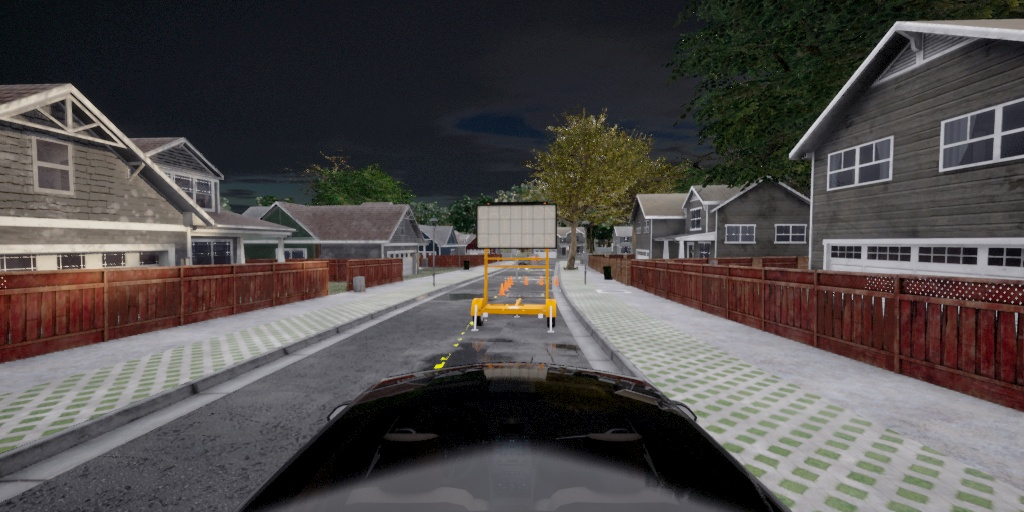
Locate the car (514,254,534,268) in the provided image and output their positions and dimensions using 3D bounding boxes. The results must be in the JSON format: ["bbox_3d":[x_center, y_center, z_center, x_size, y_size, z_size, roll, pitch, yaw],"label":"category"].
[{"bbox_3d":[1.509,0.861,47.966,1.994,1.385,4.181,0,1,7],"label":"car"}]

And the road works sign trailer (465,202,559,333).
[{"bbox_3d":[0.144,0.191,10.788,2.380,3.560,2.880,0,0,5],"label":"road works sign trailer"}]
